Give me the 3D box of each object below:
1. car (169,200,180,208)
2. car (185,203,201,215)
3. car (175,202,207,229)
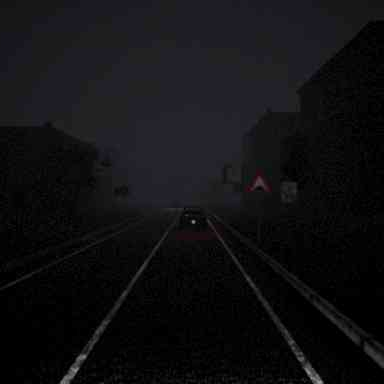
[{"bbox_3d":[-3.075,2.275,62.071,1.837,1.490,4.892,0,-1,1],"label":"car"},{"bbox_3d":[0.067,2.124,41.603,1.895,1.301,4.718,0,-1,0],"label":"car"},{"bbox_3d":[0.079,1.761,23.965,2.128,1.511,4.902,0,-1,0],"label":"car"}]
